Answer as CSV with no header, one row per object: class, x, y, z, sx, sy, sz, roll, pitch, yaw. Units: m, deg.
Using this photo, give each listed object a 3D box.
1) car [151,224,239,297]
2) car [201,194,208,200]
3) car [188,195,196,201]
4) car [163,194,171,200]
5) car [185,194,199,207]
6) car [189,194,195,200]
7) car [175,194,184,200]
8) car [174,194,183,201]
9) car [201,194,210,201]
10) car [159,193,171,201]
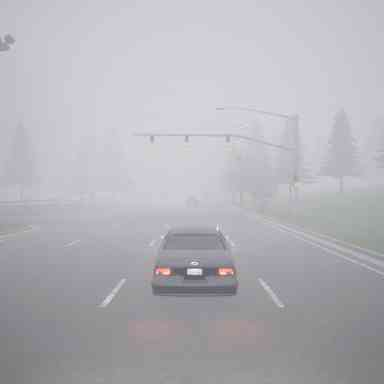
car,0.068,1.547,8.768,2.033,1.411,5.357,0,0,0
car,3.519,1.310,93.869,1.882,1.535,5.008,0,0,0
car,0.017,1.531,83.450,2.033,1.411,5.357,0,0,0
car,-6.981,1.385,93.872,1.994,1.385,4.181,0,0,0
car,0.009,1.352,52.807,2.097,1.767,4.553,0,0,0
car,0.019,1.310,93.870,1.882,1.535,5.008,0,0,0
car,-3.481,1.357,93.871,2.128,1.511,4.902,0,0,0
car,-3.483,1.517,83.868,1.812,1.442,4.674,0,0,0
car,3.517,1.492,83.449,1.837,1.490,4.892,0,0,0
car,-6.983,1.217,83.482,2.150,2.045,5.566,0,0,0
